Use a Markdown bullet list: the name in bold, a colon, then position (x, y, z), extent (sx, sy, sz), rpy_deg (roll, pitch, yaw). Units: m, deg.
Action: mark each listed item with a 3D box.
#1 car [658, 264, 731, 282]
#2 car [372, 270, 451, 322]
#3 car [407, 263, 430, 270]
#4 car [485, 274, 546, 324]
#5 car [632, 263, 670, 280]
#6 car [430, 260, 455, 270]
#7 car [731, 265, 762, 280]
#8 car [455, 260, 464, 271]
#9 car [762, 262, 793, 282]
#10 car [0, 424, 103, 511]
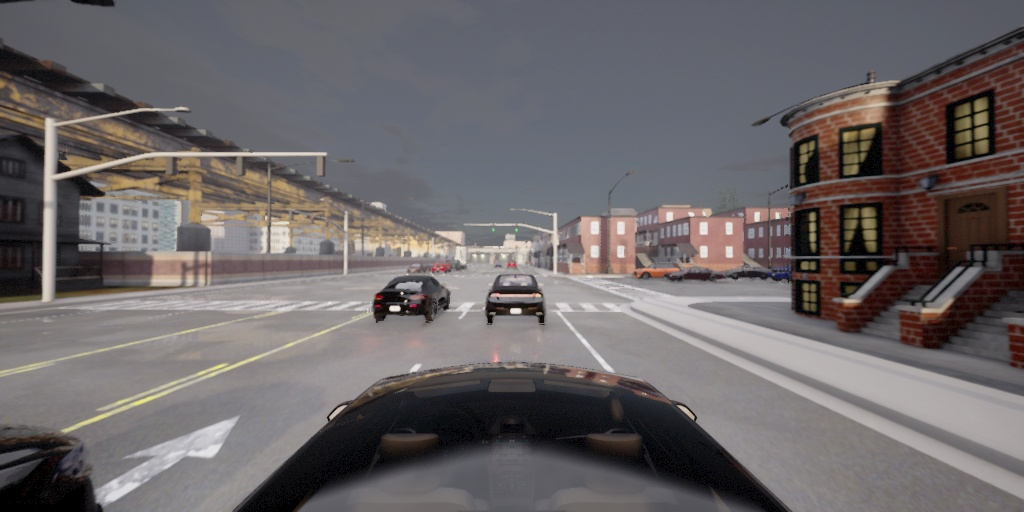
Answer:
- **car**: position (16.990, 1.707, 33.513), extent (5.357, 1.411, 2.033), rpy_deg (0, -1, 0)
- **car**: position (-3.413, 1.399, 12.769), extent (1.812, 1.442, 4.674), rpy_deg (0, -1, 0)
- **car**: position (-14.097, 1.847, 53.267), extent (1.812, 1.442, 4.674), rpy_deg (0, -1, 0)
- **car**: position (0.133, 1.369, 12.534), extent (2.128, 1.511, 4.902), rpy_deg (0, -1, 1)
- **car**: position (14.843, 1.547, 37.004), extent (4.553, 1.767, 2.097), rpy_deg (0, -1, 0)
- **car**: position (-10.593, 1.561, 54.144), extent (2.150, 2.045, 5.566), rpy_deg (0, -1, 0)
- **car**: position (23.989, 1.706, 37.007), extent (4.902, 1.511, 2.128), rpy_deg (0, -1, 0)
- **car**: position (-10.537, 1.682, 64.501), extent (2.150, 2.045, 5.566), rpy_deg (0, -1, 1)
- **car**: position (27.191, 1.403, 33.510), extent (5.566, 2.045, 2.150), rpy_deg (0, -1, 0)
- **car**: position (-3.397, 1.217, 0.106), extent (2.128, 1.511, 4.902), rpy_deg (0, -1, 0)
